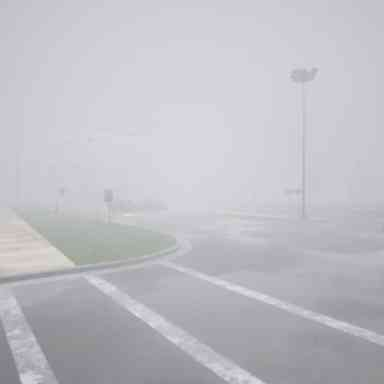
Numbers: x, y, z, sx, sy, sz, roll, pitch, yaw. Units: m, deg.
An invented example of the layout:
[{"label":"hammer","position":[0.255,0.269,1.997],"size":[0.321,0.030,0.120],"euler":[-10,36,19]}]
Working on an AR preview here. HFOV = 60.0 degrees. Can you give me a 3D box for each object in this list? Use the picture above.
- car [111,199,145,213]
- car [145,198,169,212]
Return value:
[{"label":"car","position":[-7.388,1.519,36.883],"size":[1.837,1.490,4.892],"euler":[0,0,-35]},{"label":"car","position":[-4.539,1.523,38.914],"size":[1.837,1.490,4.892],"euler":[0,0,-35]}]
